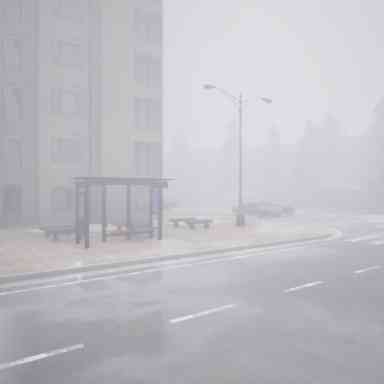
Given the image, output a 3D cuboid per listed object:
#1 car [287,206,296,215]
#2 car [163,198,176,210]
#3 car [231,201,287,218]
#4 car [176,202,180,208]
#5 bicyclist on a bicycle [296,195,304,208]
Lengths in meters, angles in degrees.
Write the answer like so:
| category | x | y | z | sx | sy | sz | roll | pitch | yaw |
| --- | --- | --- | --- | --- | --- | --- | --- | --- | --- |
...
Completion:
| category | x | y | z | sx | sy | sz | roll | pitch | yaw |
| --- | --- | --- | --- | --- | --- | --- | --- | --- | --- |
| car | 7.762 | 1.553 | 32.641 | 1.895 | 1.301 | 4.718 | 0 | 0 | -36 |
| car | -4.704 | 1.477 | 41.918 | 4.674 | 1.442 | 1.812 | 0 | 0 | 36 |
| car | 5.702 | 1.552 | 29.540 | 1.895 | 1.301 | 4.718 | 0 | 0 | -36 |
| car | -3.750 | 1.515 | 45.446 | 4.181 | 1.385 | 1.994 | 0 | 0 | 34 |
| bicyclist on a bicycle | 13.921 | 1.257 | 42.993 | 1.656 | 1.620 | 0.582 | 0 | 0 | -36 |
